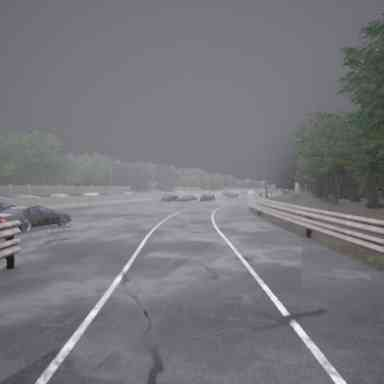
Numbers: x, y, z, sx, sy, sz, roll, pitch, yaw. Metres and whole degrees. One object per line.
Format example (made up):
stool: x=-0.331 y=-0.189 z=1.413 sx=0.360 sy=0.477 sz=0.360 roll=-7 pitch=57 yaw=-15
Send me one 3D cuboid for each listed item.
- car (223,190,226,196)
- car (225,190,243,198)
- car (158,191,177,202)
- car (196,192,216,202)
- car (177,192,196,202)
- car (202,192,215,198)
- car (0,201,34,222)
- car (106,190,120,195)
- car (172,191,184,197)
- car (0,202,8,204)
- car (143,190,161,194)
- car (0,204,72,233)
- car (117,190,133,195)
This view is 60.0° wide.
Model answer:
car: x=10.651 y=0.574 z=92.907 sx=2.033 sy=1.411 sz=5.357 roll=0 pitch=1 yaw=18
car: x=10.224 y=0.709 z=80.374 sx=2.033 sy=1.411 sz=5.357 roll=0 pitch=1 yaw=18
car: x=-3.868 y=0.987 z=59.864 sx=2.128 sy=1.511 sz=4.902 roll=0 pitch=1 yaw=18
car: x=2.782 y=0.977 z=57.680 sx=1.837 sy=1.490 sz=4.892 roll=0 pitch=1 yaw=18
car: x=-0.543 y=1.048 z=58.767 sx=1.994 sy=1.385 sz=4.181 roll=0 pitch=1 yaw=18
car: x=4.204 y=0.693 z=84.481 sx=2.128 sy=1.511 sz=4.902 roll=0 pitch=1 yaw=18
car: x=-15.081 y=1.502 z=25.675 sx=2.033 sy=1.411 sz=5.357 roll=0 pitch=1 yaw=18
car: x=-18.934 y=0.595 z=81.318 sx=2.150 sy=2.045 sz=5.566 roll=0 pitch=1 yaw=18
car: x=-3.917 y=0.608 z=93.410 sx=1.882 sy=1.535 sz=5.008 roll=0 pitch=1 yaw=18
car: x=-12.924 y=1.540 z=21.024 sx=2.033 sy=1.411 sz=5.357 roll=0 pitch=1 yaw=18
car: x=-8.851 y=0.854 z=78.367 sx=2.128 sy=1.511 sz=4.902 roll=0 pitch=1 yaw=18
car: x=-9.596 y=1.528 z=19.933 sx=2.033 sy=1.411 sz=5.357 roll=0 pitch=1 yaw=18
car: x=-15.502 y=0.878 z=80.549 sx=1.812 sy=1.442 sz=4.674 roll=0 pitch=1 yaw=18
